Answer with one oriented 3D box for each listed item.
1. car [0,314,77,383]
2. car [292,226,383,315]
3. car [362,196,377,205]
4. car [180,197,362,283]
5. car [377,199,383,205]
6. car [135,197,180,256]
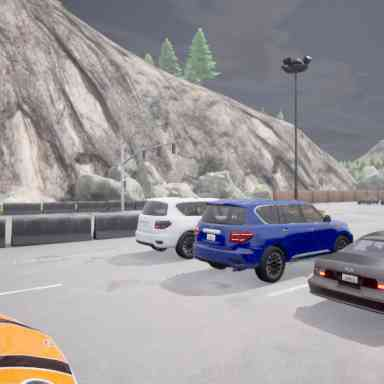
[{"bbox_3d":[-2.901,1.350,1.673,4.553,1.767,2.097,0,0,-36],"label":"car"},{"bbox_3d":[4.783,1.547,7.236,5.357,1.411,2.033,0,0,-36],"label":"car"},{"bbox_3d":[29.524,1.387,55.701,4.181,1.385,1.994,0,0,-36],"label":"car"},{"bbox_3d":[2.595,1.221,9.946,5.566,2.045,2.150,0,0,-38],"label":"car"},{"bbox_3d":[31.942,1.385,53.139,4.181,1.385,1.994,0,0,-36],"label":"car"},{"bbox_3d":[0.572,1.221,12.824,5.566,2.045,2.150,0,0,-36],"label":"car"}]
